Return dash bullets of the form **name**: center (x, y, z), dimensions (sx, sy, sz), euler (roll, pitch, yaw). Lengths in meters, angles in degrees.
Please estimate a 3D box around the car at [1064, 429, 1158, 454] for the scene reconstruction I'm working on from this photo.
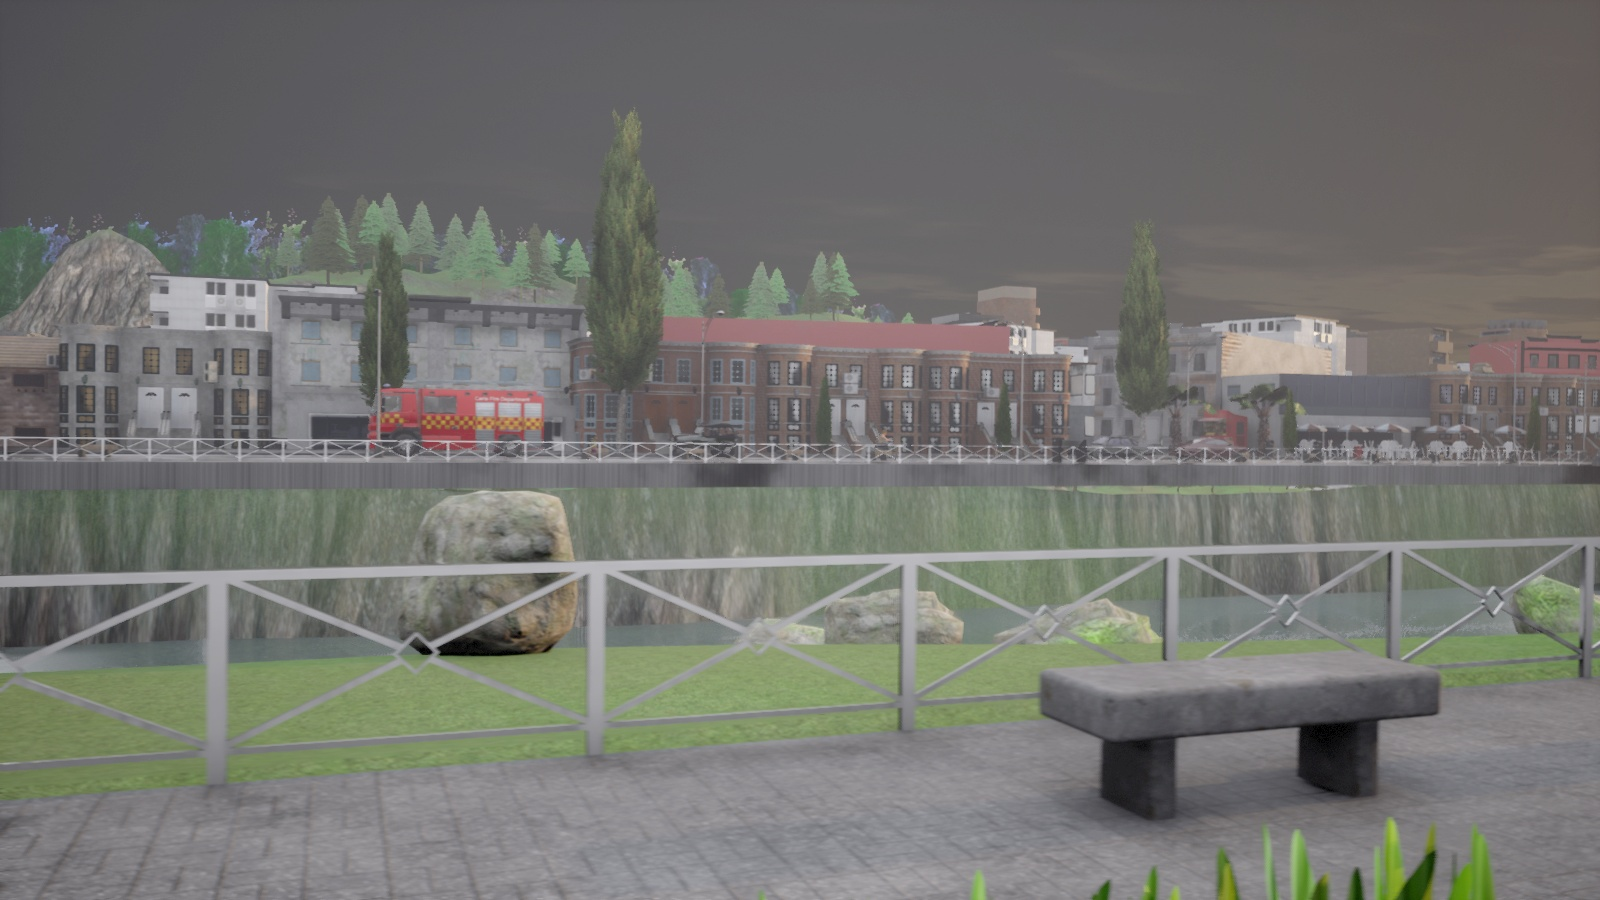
- **car**: center (18.934, -0.532, 76.489), dimensions (5.357, 1.411, 2.033), euler (-1, 1, -20)

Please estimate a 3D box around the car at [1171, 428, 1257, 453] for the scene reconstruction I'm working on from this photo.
- **car**: center (24.481, -0.570, 74.275), dimensions (4.674, 1.442, 1.812), euler (-1, 1, -20)

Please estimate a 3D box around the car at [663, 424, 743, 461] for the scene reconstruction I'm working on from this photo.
- **car**: center (-5.225, -0.418, 67.546), dimensions (3.866, 1.878, 1.905), euler (-1, 1, -20)

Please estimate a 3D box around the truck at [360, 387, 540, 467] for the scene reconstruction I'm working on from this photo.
- **truck**: center (-17.546, -1.193, 62.977), dimensions (8.468, 3.827, 2.891), euler (-1, 1, -20)
